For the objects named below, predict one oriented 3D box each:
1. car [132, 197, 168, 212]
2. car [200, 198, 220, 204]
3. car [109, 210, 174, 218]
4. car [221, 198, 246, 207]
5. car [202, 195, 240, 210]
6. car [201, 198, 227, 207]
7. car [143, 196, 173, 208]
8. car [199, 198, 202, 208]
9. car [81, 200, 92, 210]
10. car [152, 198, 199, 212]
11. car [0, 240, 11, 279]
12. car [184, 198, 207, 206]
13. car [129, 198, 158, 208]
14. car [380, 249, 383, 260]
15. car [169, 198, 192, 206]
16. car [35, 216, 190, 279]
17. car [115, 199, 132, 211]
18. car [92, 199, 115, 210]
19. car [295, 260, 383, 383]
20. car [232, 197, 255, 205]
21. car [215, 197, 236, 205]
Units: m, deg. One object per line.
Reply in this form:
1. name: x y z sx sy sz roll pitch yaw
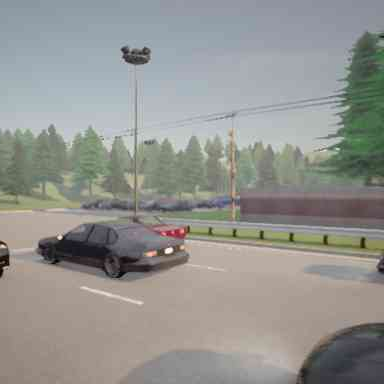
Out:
1. car: -4.807 1.702 41.355 1.812 1.442 4.674 0 0 37
2. car: 3.939 1.870 70.516 1.895 1.301 4.718 0 0 37
3. car: -2.640 1.665 14.502 4.718 1.301 1.895 0 0 35
4. car: 7.227 1.764 57.624 2.033 1.411 5.357 0 0 37
5. car: 4.212 1.404 47.684 2.150 2.045 5.566 0 0 36
6. car: 3.909 1.777 58.986 2.033 1.411 5.357 0 0 37
7. car: -5.282 1.575 52.493 2.097 1.767 4.553 0 0 37
8. car: 0.883 1.743 49.067 2.033 1.411 5.357 0 0 36
9. car: -13.457 1.724 47.339 1.837 1.490 4.892 0 0 36
10. car: -1.846 1.710 39.496 2.033 1.411 5.357 0 0 36
11. car: -6.734 1.541 8.784 4.902 1.511 2.128 0 0 34
12. car: 0.712 1.806 60.531 1.994 1.385 4.181 0 0 37
13. car: -7.870 1.742 54.869 1.837 1.490 4.892 0 0 37
14. car: 7.210 1.562 7.406 5.357 1.411 2.033 0 0 36
15. car: -2.100 1.857 62.584 1.895 1.301 4.718 0 0 37
16. car: -2.629 1.594 10.211 5.357 1.411 2.033 0 0 37
17. car: -7.518 1.755 43.598 1.994 1.385 4.181 0 0 37
18. car: -10.566 1.696 45.363 2.128 1.511 4.902 0 0 36
19. car: 3.049 1.506 1.776 4.892 1.490 1.837 0 0 36
20. car: 10.458 1.746 67.378 2.128 1.511 4.902 0 0 42
21. car: 6.978 1.739 68.689 1.882 1.535 5.008 0 0 37
